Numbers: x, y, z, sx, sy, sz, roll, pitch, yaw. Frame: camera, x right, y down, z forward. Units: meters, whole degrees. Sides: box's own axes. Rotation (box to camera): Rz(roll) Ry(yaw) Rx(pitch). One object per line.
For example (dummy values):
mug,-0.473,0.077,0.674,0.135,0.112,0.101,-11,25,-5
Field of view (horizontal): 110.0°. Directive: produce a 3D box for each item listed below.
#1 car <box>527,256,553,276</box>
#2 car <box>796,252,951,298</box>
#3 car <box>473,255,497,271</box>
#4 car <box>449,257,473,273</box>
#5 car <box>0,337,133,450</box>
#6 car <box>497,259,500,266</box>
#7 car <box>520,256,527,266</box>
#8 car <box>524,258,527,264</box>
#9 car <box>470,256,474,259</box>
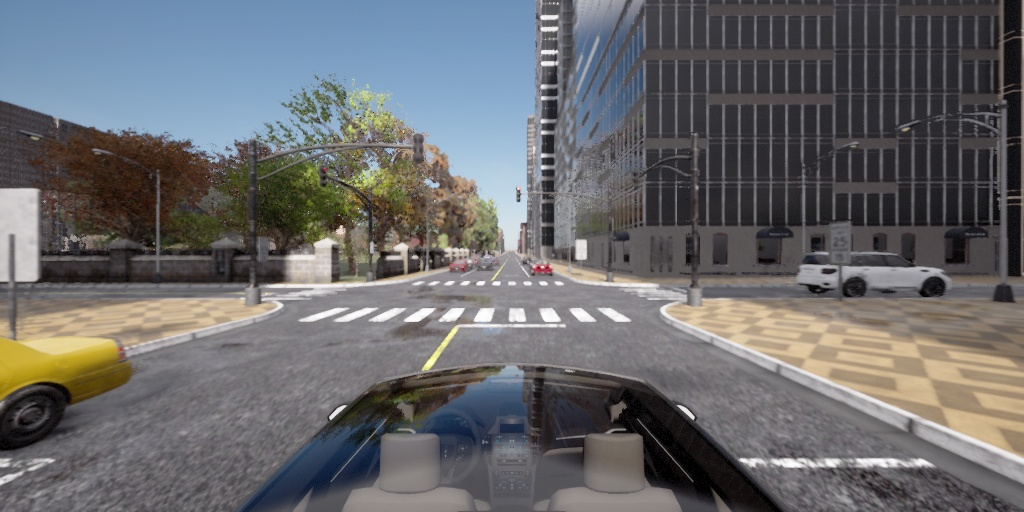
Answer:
car,2.690,0.986,33.449,1.967,1.591,4.097,0,0,0
car,16.252,0.821,16.359,5.566,2.045,2.150,0,0,1
car,-3.086,0.993,42.192,1.837,1.490,4.892,0,1,0
car,-5.692,1.055,39.126,1.888,1.381,4.507,0,0,0
car,-5.819,1.269,2.556,1.751,1.417,4.829,0,0,0
car,-3.048,0.944,58.774,1.994,1.385,4.181,0,0,0
car,2.688,0.925,61.854,1.948,1.339,4.313,0,0,0
car,2.689,1.076,39.129,1.948,1.339,4.313,0,0,0
car,-5.692,1.023,44.809,2.007,1.370,4.403,0,0,0
